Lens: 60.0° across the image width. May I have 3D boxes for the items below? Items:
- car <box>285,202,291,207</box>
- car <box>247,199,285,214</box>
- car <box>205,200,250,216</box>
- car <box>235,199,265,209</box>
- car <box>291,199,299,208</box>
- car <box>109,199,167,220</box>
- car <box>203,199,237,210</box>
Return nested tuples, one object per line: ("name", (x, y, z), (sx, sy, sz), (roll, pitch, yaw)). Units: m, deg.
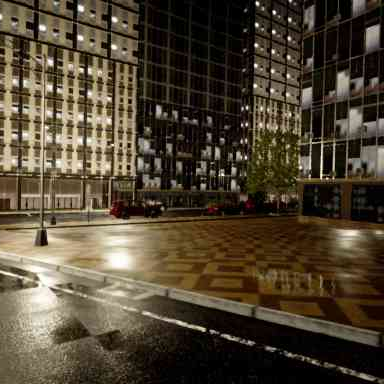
("car", (13.569, 1.932, 54.127), (4.206, 1.307, 1.802), (1, 1, -35))
("car", (8.695, 1.780, 41.206), (5.009, 1.841, 2.192), (1, 1, -35))
("car", (4.019, 1.964, 37.998), (4.507, 1.381, 1.887), (1, 1, -35))
("car", (8.899, 1.869, 50.915), (4.313, 1.339, 1.947), (1, 1, -35))
("car", (18.241, 1.962, 57.338), (4.313, 1.339, 1.947), (1, 1, -35))
("car", (-5.318, 1.642, 31.570), (5.009, 1.841, 2.192), (1, 1, -35))
("car", (4.088, 1.781, 47.605), (4.829, 1.417, 1.752), (1, 1, -35))
